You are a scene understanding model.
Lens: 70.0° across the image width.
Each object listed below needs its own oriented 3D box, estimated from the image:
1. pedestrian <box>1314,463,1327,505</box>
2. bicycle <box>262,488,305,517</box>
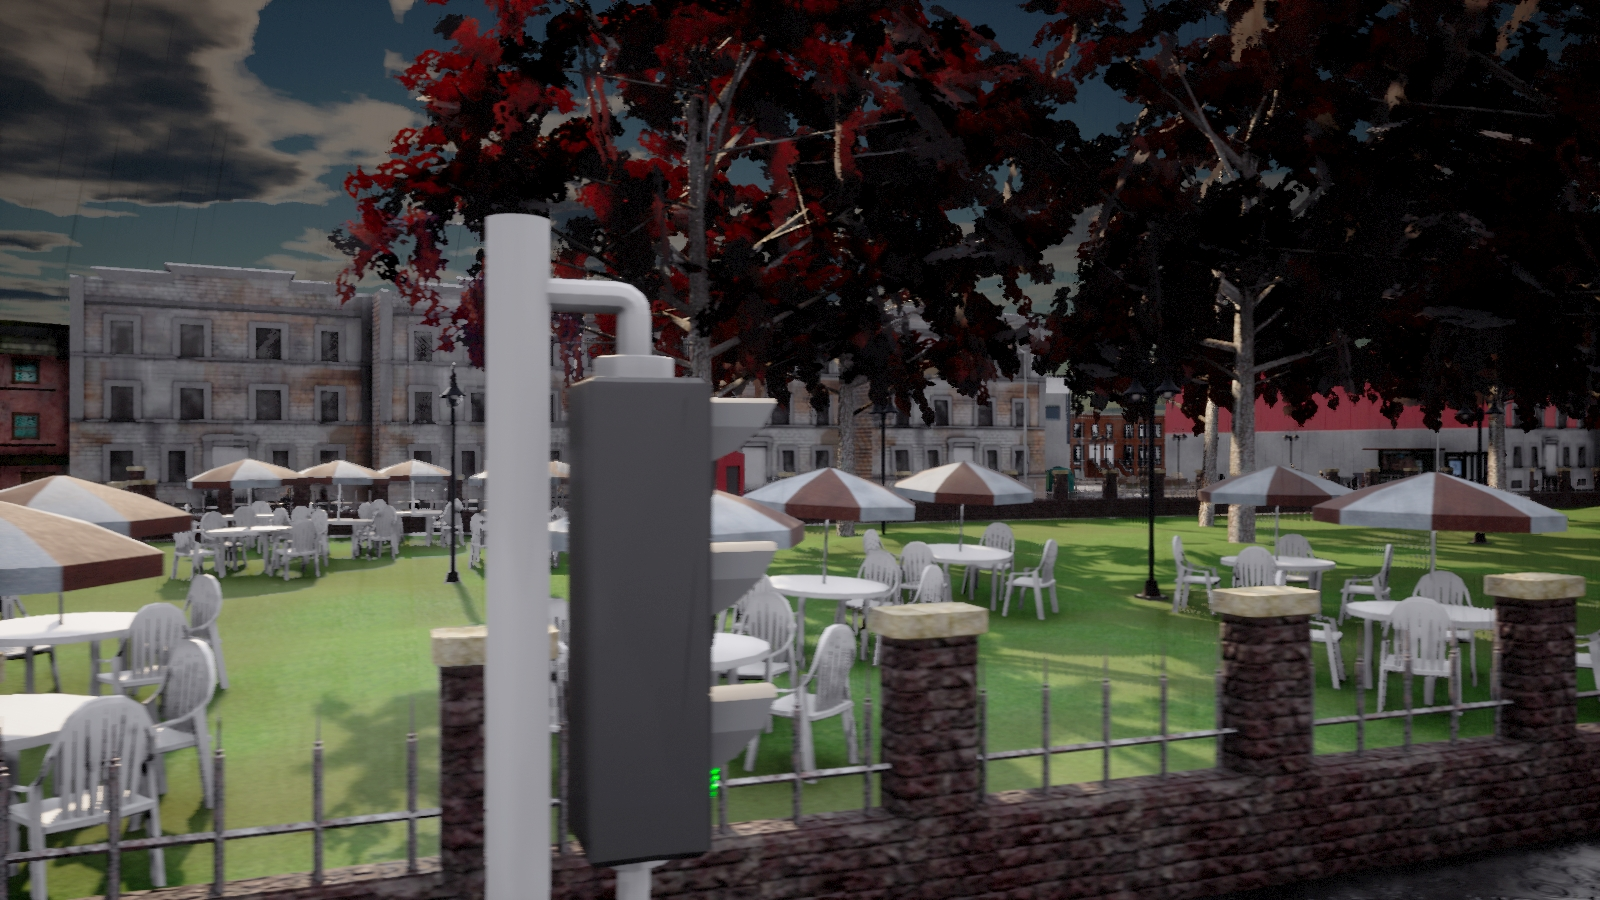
[{"bbox_3d":[23.278,1.524,51.145,0.375,1.860,0.375,0,0,-20],"label":"pedestrian"},{"bbox_3d":[-20.171,2.036,44.617,1.487,1.080,0.859,0,0,-21],"label":"bicycle"}]
